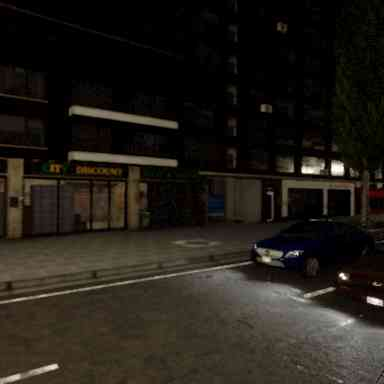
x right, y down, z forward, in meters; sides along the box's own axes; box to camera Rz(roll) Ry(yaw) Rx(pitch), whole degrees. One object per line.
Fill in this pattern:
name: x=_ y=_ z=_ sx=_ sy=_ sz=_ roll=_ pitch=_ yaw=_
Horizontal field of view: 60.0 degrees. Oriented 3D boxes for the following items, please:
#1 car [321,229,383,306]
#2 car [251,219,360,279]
car: x=5.507 y=1.627 z=7.612 sx=5.357 sy=1.411 sz=2.033 roll=1 pitch=0 yaw=-35
car: x=3.948 y=1.609 z=10.490 sx=4.674 sy=1.442 sz=1.812 roll=1 pitch=0 yaw=-35
